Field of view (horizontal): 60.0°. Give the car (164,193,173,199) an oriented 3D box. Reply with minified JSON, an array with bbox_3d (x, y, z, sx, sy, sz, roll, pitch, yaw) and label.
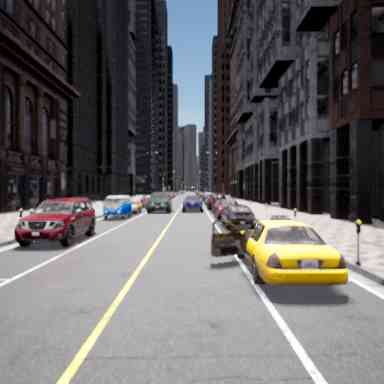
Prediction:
[{"bbox_3d":[-5.742,1.008,81.795,1.752,1.417,4.829,0,0,0],"label":"car"}]

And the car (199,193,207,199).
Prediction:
[{"bbox_3d":[2.785,0.993,87.583,1.887,1.381,4.507,0,0,0],"label":"car"}]

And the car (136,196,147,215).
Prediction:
[{"bbox_3d":[-5.753,1.317,31.380,1.752,1.417,4.829,0,0,0],"label":"car"}]

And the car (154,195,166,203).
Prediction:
[{"bbox_3d":[-5.747,1.199,59.559,1.802,1.307,4.206,0,0,0],"label":"car"}]

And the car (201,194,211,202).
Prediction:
[{"bbox_3d":[2.779,1.164,65.176,1.802,1.307,4.206,0,0,0],"label":"car"}]

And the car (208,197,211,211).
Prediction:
[{"bbox_3d":[2.772,1.372,31.563,1.802,1.307,4.206,0,0,0],"label":"car"}]

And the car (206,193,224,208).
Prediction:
[{"bbox_3d":[2.774,1.070,37.163,2.192,1.841,5.009,0,0,0],"label":"car"}]

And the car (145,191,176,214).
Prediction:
[{"bbox_3d":[-3.088,1.006,32.584,2.150,2.045,5.566,0,0,0],"label":"car"}]

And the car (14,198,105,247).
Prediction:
[{"bbox_3d":[-5.756,1.214,14.745,2.192,1.841,5.009,0,0,0],"label":"car"}]

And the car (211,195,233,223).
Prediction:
[{"bbox_3d":[2.771,1.266,25.961,1.967,1.590,4.097,0,0,0],"label":"car"}]

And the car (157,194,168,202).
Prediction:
[{"bbox_3d":[-5.746,1.148,65.161,1.947,1.339,4.313,0,0,0],"label":"car"}]

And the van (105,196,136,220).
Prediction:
[{"bbox_3d":[-5.754,1.167,25.948,1.690,1.788,3.998,0,0,0],"label":"van"}]

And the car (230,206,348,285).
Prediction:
[{"bbox_3d":[2.351,1.393,9.195,1.801,1.575,5.366,0,0,0],"label":"car"}]

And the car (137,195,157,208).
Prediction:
[{"bbox_3d":[-5.751,1.161,42.754,1.967,1.590,4.097,0,0,0],"label":"car"}]

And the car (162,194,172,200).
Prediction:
[{"bbox_3d":[-5.743,1.066,76.364,2.008,1.369,4.403,0,0,0],"label":"car"}]

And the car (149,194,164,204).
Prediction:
[{"bbox_3d":[-5.748,1.091,53.957,1.967,1.590,4.097,0,0,0],"label":"car"}]

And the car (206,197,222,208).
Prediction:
[{"bbox_3d":[2.774,1.302,42.768,1.802,1.307,4.206,0,0,0],"label":"car"}]

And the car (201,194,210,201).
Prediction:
[{"bbox_3d":[2.781,1.131,70.777,1.802,1.307,4.206,0,0,0],"label":"car"}]

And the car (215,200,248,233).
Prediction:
[{"bbox_3d":[2.769,1.413,20.359,2.008,1.369,4.403,0,0,0],"label":"car"}]

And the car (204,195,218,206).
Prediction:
[{"bbox_3d":[2.776,1.210,48.539,1.752,1.417,4.829,0,0,0],"label":"car"}]

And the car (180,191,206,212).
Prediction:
[{"bbox_3d":[0.072,1.121,34.972,2.097,1.767,4.553,0,0,0],"label":"car"}]

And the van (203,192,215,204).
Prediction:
[{"bbox_3d":[2.777,0.992,53.970,1.690,1.788,3.998,0,0,0],"label":"van"}]

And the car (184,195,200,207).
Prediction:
[{"bbox_3d":[0.030,1.189,46.437,2.128,1.511,4.902,0,0,0],"label":"car"}]
